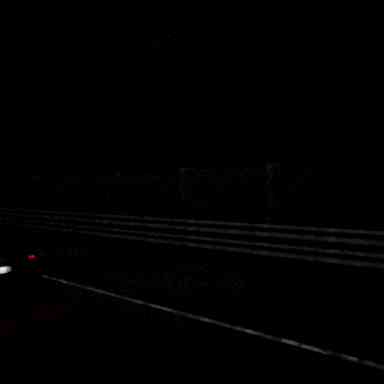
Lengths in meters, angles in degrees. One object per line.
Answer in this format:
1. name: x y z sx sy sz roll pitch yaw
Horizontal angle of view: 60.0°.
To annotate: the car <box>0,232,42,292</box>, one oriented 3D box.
1. car: -5.481 1.565 7.967 4.181 1.385 1.994 0 0 36
